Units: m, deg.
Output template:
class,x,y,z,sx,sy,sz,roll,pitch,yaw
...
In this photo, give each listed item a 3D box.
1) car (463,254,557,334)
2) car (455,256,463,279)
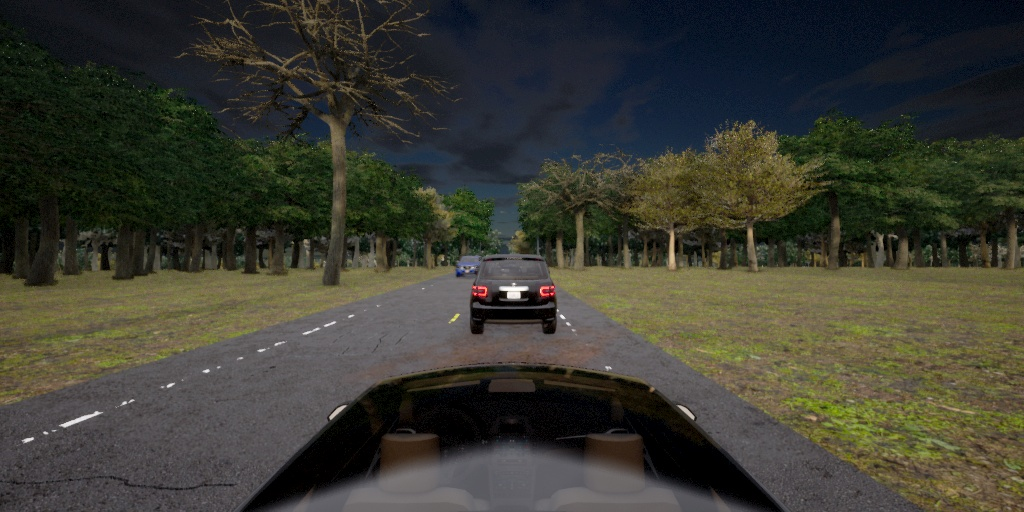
class,x,y,z,sx,sy,sz,roll,pitch,yaw
car,0.016,0.975,10.748,2.150,2.045,5.566,0,0,-1
car,-3.900,0.983,33.670,2.150,2.045,5.566,0,0,-1
